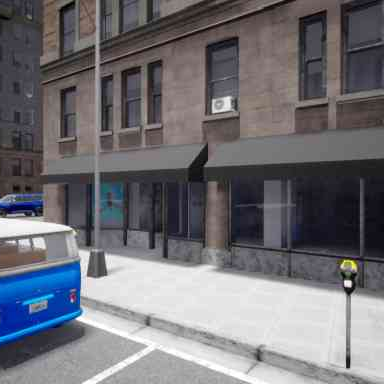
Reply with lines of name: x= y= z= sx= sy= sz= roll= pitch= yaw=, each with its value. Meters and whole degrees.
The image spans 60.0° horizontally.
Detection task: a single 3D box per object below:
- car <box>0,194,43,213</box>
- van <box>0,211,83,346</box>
car: x=-15.445 y=1.213 z=29.368 sx=2.150 sy=2.045 sz=5.566 roll=0 pitch=0 yaw=35
van: x=-3.622 y=1.341 z=5.660 sx=3.998 sy=1.788 sz=1.690 roll=0 pitch=0 yaw=36
